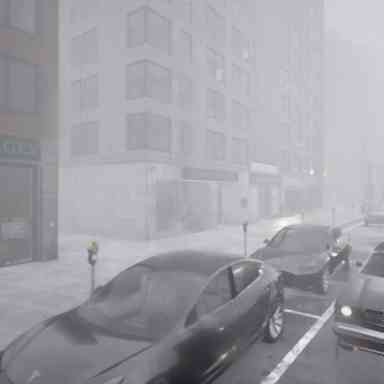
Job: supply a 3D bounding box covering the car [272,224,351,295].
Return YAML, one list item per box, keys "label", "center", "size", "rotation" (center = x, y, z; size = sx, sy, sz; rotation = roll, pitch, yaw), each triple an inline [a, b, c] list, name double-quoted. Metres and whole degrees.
- label: "car"
  center: [3.060, 1.569, 8.902]
  size: [1.947, 1.339, 4.313]
  rotation: [0, 0, 36]

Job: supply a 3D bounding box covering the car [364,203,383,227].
- label: "car"
  center: [12.752, 1.604, 22.349]
  size: [1.802, 1.307, 4.206]
  rotation: [0, 0, 36]

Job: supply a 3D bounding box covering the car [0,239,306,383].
- label: "car"
  center: [-0.171, 1.563, 4.420]
  size: [1.947, 1.339, 4.313]
  rotation: [0, 0, 36]

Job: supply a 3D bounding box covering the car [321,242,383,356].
- label: "car"
  center: [3.805, 1.607, 5.559]
  size: [1.895, 1.301, 4.718]
  rotation: [0, 0, 36]
